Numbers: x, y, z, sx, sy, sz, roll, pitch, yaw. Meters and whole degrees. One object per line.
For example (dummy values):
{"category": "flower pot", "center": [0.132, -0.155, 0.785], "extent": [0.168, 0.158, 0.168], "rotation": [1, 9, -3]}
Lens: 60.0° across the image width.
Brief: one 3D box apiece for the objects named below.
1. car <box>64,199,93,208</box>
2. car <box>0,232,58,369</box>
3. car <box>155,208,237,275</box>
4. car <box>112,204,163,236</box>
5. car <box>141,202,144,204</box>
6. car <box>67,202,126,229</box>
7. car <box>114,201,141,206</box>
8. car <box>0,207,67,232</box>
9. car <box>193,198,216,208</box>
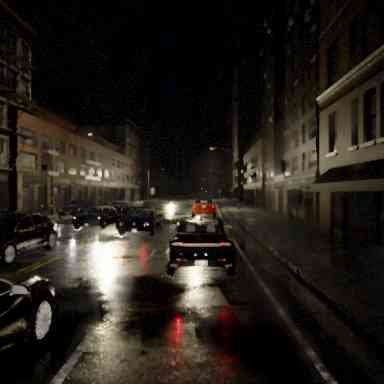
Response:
{"category": "car", "center": [-8.965, 1.310, 26.653], "extent": [1.812, 1.442, 4.674], "rotation": [0, 0, 3]}
{"category": "car", "center": [-3.095, 1.505, 3.411], "extent": [1.837, 1.490, 4.892], "rotation": [0, 0, 0]}
{"category": "car", "center": [0.280, 1.490, 10.443], "extent": [2.128, 1.511, 4.902], "rotation": [0, 0, 1]}
{"category": "car", "center": [-2.719, 1.590, 18.401], "extent": [1.895, 1.301, 4.718], "rotation": [0, 0, 2]}
{"category": "car", "center": [-5.496, 1.576, 31.711], "extent": [1.895, 1.301, 4.718], "rotation": [0, 0, 4]}
{"category": "car", "center": [-6.012, 1.586, 21.515], "extent": [1.895, 1.301, 4.718], "rotation": [0, 0, 3]}
{"category": "car", "center": [-5.721, 1.382, 26.449], "extent": [1.895, 1.301, 4.718], "rotation": [0, 0, 3]}
{"category": "car", "center": [-6.388, 1.499, 11.622], "extent": [1.837, 1.490, 4.892], "rotation": [0, 0, 2]}
{"category": "car", "center": [1.159, 1.329, 31.324], "extent": [2.097, 1.767, 4.553], "rotation": [0, 0, 3]}
